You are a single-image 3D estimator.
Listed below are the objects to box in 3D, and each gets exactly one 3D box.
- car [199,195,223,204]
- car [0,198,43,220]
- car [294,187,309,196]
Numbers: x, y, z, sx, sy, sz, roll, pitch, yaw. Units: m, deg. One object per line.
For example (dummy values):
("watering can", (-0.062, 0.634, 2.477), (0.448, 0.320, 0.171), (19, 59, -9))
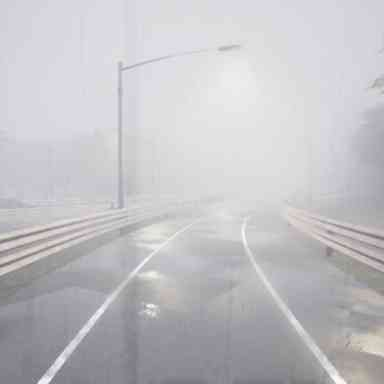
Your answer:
("car", (2.989, 1.151, 51.397), (1.994, 1.385, 4.181), (0, 2, 41))
("car", (-16.265, 1.522, 29.572), (2.150, 2.045, 5.566), (0, 1, 41))
("car", (25.714, -0.108, 77.160), (2.150, 2.045, 5.566), (0, 2, 41))
